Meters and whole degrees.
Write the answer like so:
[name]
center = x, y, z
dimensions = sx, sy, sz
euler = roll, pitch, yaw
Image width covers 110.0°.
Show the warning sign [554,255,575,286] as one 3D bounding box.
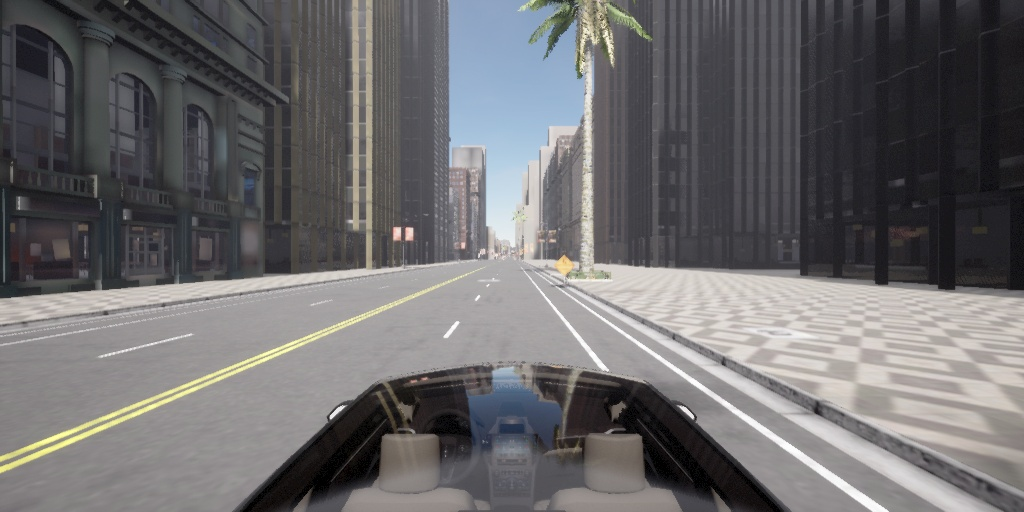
[warning sign]
center = 3.225, 0.862, 22.112
dimensions = 1.300, 1.860, 1.060
euler = 0, 0, 0
